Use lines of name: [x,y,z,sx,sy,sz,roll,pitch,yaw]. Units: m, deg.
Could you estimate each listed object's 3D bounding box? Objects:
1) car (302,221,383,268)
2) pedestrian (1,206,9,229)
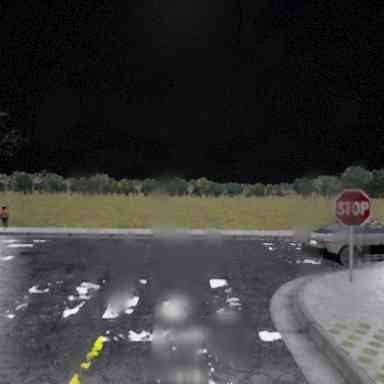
car: [6.004,1.669,11.507,4.181,1.385,1.994,1,0,-13]
pedestrian: [-9.706,0.994,17.327,0.375,1.860,0.375,0,-1,0]
